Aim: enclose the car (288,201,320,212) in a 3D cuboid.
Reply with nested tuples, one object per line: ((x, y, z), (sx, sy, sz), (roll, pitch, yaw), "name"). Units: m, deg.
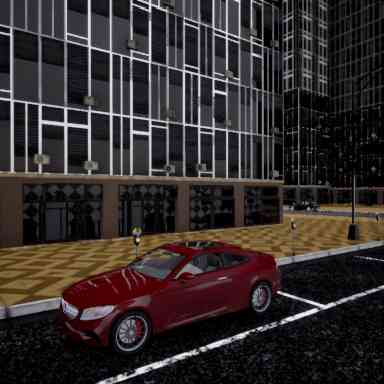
((15.229, 1.899, 45.337), (2.008, 1.369, 4.403), (-1, 0, -36), "car")

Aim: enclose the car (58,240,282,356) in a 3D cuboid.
((-0.150, 1.582, 5.993), (4.206, 1.307, 1.802), (0, 0, -36), "car")
